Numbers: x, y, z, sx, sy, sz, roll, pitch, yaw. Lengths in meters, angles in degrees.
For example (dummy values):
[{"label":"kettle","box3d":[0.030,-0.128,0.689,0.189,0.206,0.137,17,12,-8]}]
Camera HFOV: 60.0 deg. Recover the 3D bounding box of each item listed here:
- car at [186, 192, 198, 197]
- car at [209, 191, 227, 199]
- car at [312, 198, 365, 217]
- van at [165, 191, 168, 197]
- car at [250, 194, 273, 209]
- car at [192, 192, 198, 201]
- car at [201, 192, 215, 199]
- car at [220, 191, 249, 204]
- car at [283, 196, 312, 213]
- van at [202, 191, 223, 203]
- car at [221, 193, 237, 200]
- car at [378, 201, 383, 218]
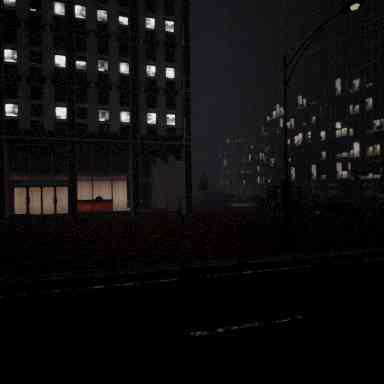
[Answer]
[{"label":"car","box3d":[0.049,0.711,91.019,2.008,1.369,4.403,0,1,-20]},{"label":"car","box3d":[5.777,0.635,74.957,2.192,1.841,5.009,0,1,-20]},{"label":"car","box3d":[13.042,1.435,29.278,1.947,1.339,4.313,0,1,-20]},{"label":"van","box3d":[-5.935,0.687,82.849,1.690,1.788,3.998,0,1,-20]},{"label":"car","box3d":[9.294,1.332,40.011,1.947,1.339,4.313,0,1,-20]},{"label":"car","box3d":[-0.205,1.056,66.792,2.008,1.369,4.403,0,1,-20]},{"label":"car","box3d":[3.868,0.706,80.312,1.967,1.590,4.097,0,1,-20]},{"label":"car","box3d":[6.920,1.070,54.648,1.882,1.535,5.008,-1,1,-19]},{"label":"car","box3d":[11.149,1.400,34.639,1.802,1.307,4.206,0,1,-20]},{"label":"van","box3d":[3.615,0.952,56.084,1.690,1.788,3.998,0,1,-20]},{"label":"car","box3d":[7.688,0.955,69.608,1.802,1.307,4.206,0,1,-20]},{"label":"car","box3d":[17.042,1.218,26.029,2.097,1.767,4.553,-1,1,-18]}]
